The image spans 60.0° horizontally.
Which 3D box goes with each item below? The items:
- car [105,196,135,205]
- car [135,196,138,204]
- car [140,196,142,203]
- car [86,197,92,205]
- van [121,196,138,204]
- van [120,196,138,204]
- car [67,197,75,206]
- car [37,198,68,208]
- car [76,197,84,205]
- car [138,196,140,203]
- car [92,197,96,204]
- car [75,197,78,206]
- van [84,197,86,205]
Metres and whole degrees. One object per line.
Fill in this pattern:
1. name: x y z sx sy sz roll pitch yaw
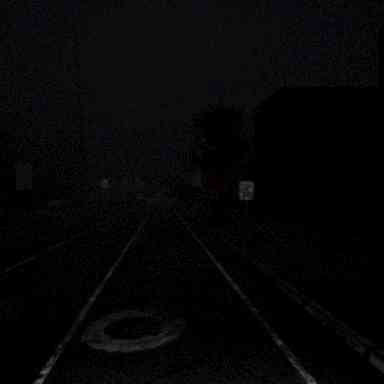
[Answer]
1. car: -14.936 2.115 69.162 4.892 1.521 2.231 -1 -1 -5
2. car: -15.223 1.895 71.951 5.566 2.045 2.435 -1 -1 -5
3. car: -16.680 2.400 88.702 4.892 1.521 2.231 -1 -1 -5
4. car: -29.700 2.666 87.438 4.674 1.452 2.002 -1 -1 -5
5. van: -17.058 2.222 91.485 4.442 1.987 1.878 -1 -1 -5
6. van: -16.323 2.124 85.922 4.442 1.987 1.878 -1 -1 -5
7. car: -28.222 2.374 70.798 5.008 1.535 2.097 -1 -1 -5
8. car: -27.720 2.314 65.253 5.008 1.535 2.097 -1 0 -5
9. car: -28.928 2.364 79.125 4.553 1.767 2.185 -1 -1 -5
10. car: -15.968 2.011 80.328 5.566 2.045 2.435 -1 -1 -5
11. car: -29.768 2.667 90.229 5.366 1.575 1.946 -1 -1 -5
12. car: -28.464 2.450 73.574 4.674 1.452 2.002 -1 -1 -5
13. van: -29.324 2.309 81.882 4.442 1.987 1.878 -1 -1 -5
